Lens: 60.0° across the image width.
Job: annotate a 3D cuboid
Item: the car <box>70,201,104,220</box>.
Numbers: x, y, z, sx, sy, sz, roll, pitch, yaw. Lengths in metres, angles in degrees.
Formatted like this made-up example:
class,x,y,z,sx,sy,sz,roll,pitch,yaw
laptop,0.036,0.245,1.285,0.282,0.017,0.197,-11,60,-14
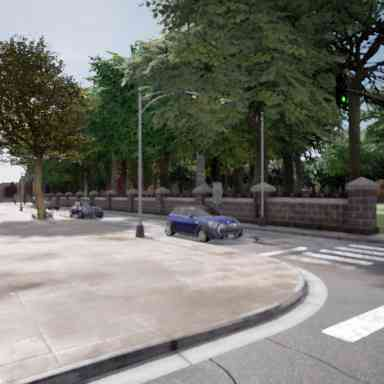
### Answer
class,x,y,z,sx,sy,sz,roll,pitch,yaw
car,-10.250,1.674,32.251,2.097,1.767,4.553,0,-1,-35

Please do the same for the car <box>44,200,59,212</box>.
class,x,y,z,sx,sy,sz,roll,pitch,yaw
car,-19.781,1.869,45.759,2.033,1.411,5.357,0,-1,-36

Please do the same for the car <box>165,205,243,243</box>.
class,x,y,z,sx,sy,sz,roll,pitch,yaw
car,0.503,1.487,17.188,2.097,1.767,4.553,0,-1,-35
